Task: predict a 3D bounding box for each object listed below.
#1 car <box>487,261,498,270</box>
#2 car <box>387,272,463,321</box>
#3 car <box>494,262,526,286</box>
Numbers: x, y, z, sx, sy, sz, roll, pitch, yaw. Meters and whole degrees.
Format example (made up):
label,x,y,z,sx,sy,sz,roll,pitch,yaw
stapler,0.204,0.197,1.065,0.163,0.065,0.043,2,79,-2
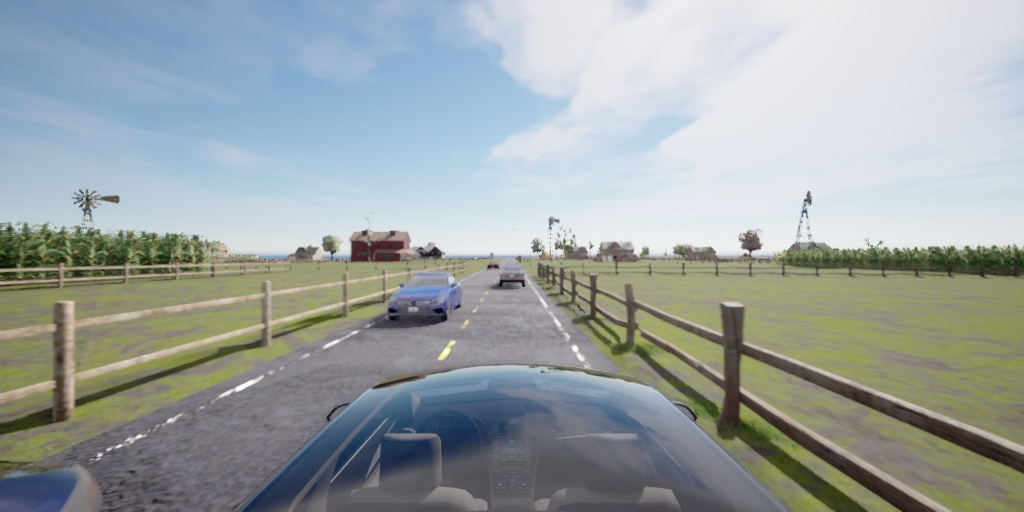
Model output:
label,x,y,z,sx,sy,sz,roll,pitch,yaw
car,-2.824,1.443,55.402,1.895,1.301,4.718,0,0,1
car,-2.842,1.296,12.668,1.812,1.442,4.674,0,0,0
car,0.030,1.342,25.660,2.033,1.411,5.357,0,0,1
